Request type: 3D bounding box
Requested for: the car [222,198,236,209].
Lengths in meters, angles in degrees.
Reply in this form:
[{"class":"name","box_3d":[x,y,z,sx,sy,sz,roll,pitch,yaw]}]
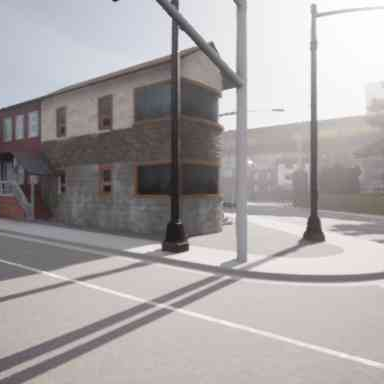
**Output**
[{"class":"car","box_3d":[5.390,1.520,44.167,2.033,1.411,5.357,0,0,-10]}]
